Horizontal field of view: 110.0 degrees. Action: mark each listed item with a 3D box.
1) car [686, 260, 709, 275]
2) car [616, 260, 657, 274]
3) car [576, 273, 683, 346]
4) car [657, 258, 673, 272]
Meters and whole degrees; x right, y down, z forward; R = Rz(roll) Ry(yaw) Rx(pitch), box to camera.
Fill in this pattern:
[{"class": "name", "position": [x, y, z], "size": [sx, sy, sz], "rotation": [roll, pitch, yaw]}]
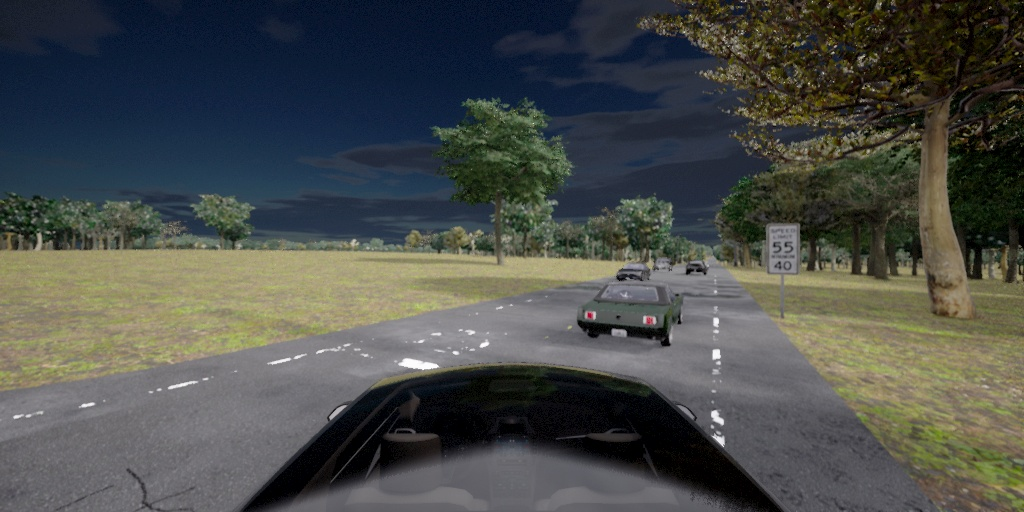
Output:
[{"class": "car", "position": [19.383, 1.184, 37.620], "size": [1.837, 1.490, 4.892], "rotation": [0, 0, 30]}, {"class": "car", "position": [9.439, 1.222, 27.482], "size": [2.033, 1.411, 5.357], "rotation": [0, 0, 30]}, {"class": "car", "position": [3.327, 1.312, 9.381], "size": [1.895, 1.301, 4.718], "rotation": [0, 0, 30]}, {"class": "car", "position": [17.607, 0.995, 41.716], "size": [2.128, 1.511, 4.902], "rotation": [0, 0, 30]}]
